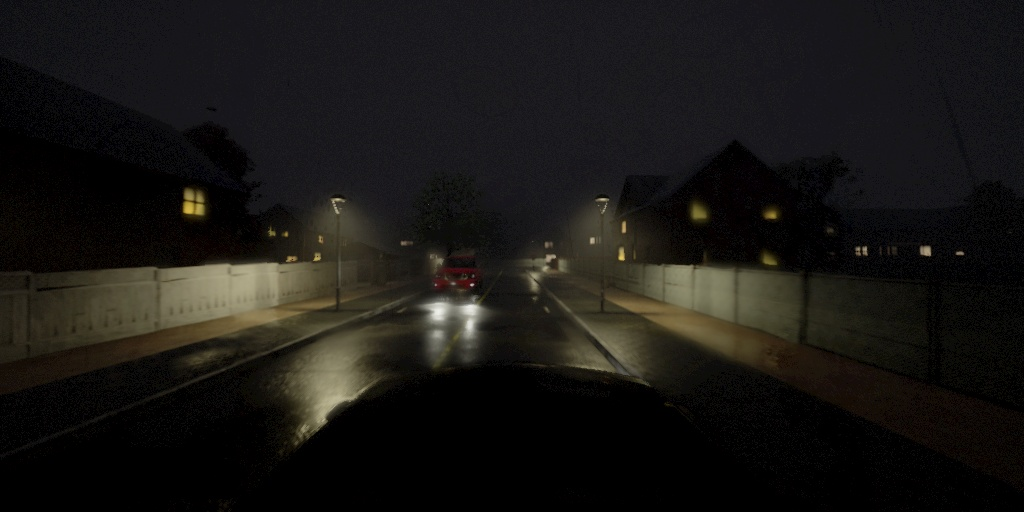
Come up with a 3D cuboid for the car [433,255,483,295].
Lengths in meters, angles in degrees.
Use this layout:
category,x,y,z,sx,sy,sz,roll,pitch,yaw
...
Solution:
category,x,y,z,sx,sy,sz,roll,pitch,yaw
car,-2.849,0.983,20.189,2.150,2.045,5.566,0,0,0
